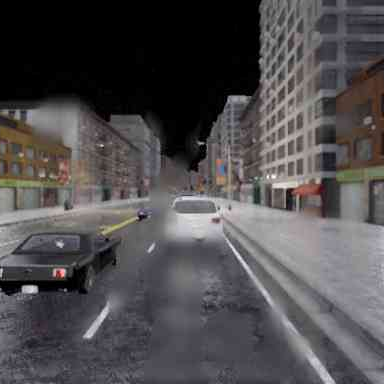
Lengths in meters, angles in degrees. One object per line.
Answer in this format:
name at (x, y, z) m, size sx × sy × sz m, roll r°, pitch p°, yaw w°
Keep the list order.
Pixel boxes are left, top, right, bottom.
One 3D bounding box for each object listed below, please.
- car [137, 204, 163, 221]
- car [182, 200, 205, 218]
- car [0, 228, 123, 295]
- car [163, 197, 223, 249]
car at (-3.139, 1.613, 27.024) m, size 1.895 × 1.301 × 4.718 m, roll 0°, pitch 0°, yaw 0°
car at (0.110, 1.563, 32.037) m, size 2.033 × 1.411 × 5.357 m, roll 0°, pitch 0°, yaw 0°
car at (-3.145, 1.604, 8.690) m, size 1.895 × 1.301 × 4.718 m, roll 0°, pitch 0°, yaw 0°
car at (0.105, 1.227, 14.761) m, size 2.150 × 2.045 × 5.566 m, roll 0°, pitch 0°, yaw 0°
